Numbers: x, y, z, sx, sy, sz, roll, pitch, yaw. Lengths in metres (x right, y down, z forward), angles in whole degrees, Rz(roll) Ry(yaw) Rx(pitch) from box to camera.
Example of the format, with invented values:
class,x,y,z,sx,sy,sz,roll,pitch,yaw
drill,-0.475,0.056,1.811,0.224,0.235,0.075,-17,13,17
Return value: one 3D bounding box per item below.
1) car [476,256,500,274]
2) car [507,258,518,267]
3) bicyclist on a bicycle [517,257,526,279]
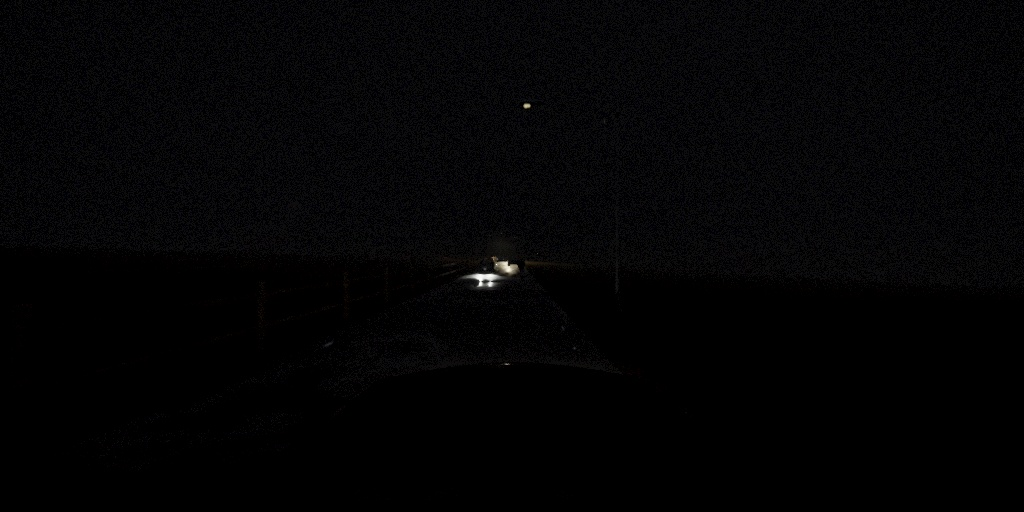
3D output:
class,x,y,z,sx,sy,sz,roll,pitch,yaw
car,-2.765,1.098,39.384,2.128,1.511,4.902,0,0,0
car,0.215,1.036,61.397,1.812,1.442,4.674,0,0,1
bicyclist on a bicycle,0.793,1.029,28.967,0.659,1.776,1.843,0,1,0
